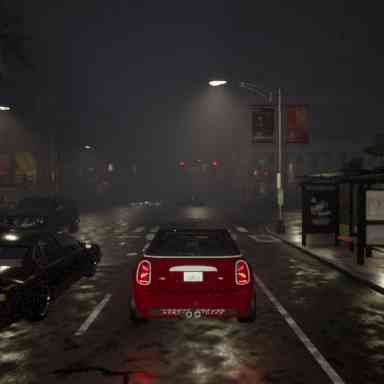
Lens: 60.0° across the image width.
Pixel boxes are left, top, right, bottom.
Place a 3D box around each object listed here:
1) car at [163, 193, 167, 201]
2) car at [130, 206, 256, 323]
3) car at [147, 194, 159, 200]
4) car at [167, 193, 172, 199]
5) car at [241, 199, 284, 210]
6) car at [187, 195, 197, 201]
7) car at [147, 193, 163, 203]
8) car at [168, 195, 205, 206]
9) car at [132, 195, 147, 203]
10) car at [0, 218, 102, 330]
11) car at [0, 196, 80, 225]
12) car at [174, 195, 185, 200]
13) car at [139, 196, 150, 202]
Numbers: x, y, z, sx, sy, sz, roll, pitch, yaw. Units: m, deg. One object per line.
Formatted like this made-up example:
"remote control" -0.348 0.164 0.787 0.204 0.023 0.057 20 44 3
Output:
"car" -7.852 1.225 80.464 2.150 2.045 5.566 0 0 -1
"car" 0.008 1.352 7.370 2.097 1.767 4.553 0 0 0
"car" -10.603 1.355 90.153 2.097 1.767 4.553 0 0 9
"car" -6.872 1.225 91.028 2.150 2.045 5.566 0 0 9
"car" 9.085 1.548 42.865 5.357 1.411 2.033 0 0 -3
"car" 0.074 1.500 90.093 1.837 1.490 4.892 0 0 12
"car" -7.738 1.478 69.985 1.882 1.535 5.008 0 0 -1
"car" -0.593 1.547 49.664 5.357 1.411 2.033 0 0 39
"car" -11.235 1.355 69.680 2.097 1.767 4.553 0 0 -1
"car" -3.491 1.547 7.164 2.033 1.411 5.357 0 0 0
"car" -7.269 1.221 16.265 2.150 2.045 5.566 0 0 -1
"car" -3.348 1.595 90.834 1.895 1.301 4.718 0 0 12
"car" -11.342 1.595 79.855 1.895 1.301 4.718 0 0 -1
